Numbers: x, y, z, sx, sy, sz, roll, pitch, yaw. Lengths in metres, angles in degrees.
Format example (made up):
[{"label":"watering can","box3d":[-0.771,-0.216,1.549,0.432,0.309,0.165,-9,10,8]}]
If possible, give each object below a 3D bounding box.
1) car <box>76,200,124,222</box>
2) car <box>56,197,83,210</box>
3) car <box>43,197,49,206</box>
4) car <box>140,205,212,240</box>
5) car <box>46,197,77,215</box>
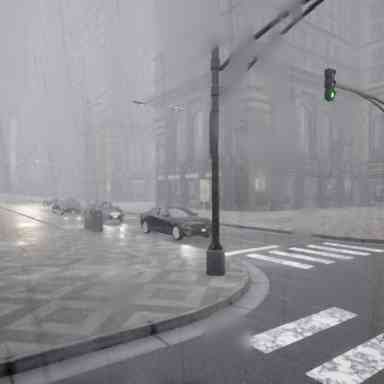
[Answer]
[{"label":"car","box3d":[-6.836,1.480,25.476,2.128,1.511,4.902,0,0,-35]},{"label":"car","box3d":[-16.367,1.488,44.280,2.033,1.411,5.357,0,0,-35]},{"label":"car","box3d":[-22.005,1.445,52.096,1.812,1.442,4.674,0,0,-35]},{"label":"car","box3d":[-0.924,1.469,17.187,1.882,1.535,5.008,0,0,-36]},{"label":"car","box3d":[-12.981,1.518,34.109,2.033,1.411,5.357,0,0,-35]}]
